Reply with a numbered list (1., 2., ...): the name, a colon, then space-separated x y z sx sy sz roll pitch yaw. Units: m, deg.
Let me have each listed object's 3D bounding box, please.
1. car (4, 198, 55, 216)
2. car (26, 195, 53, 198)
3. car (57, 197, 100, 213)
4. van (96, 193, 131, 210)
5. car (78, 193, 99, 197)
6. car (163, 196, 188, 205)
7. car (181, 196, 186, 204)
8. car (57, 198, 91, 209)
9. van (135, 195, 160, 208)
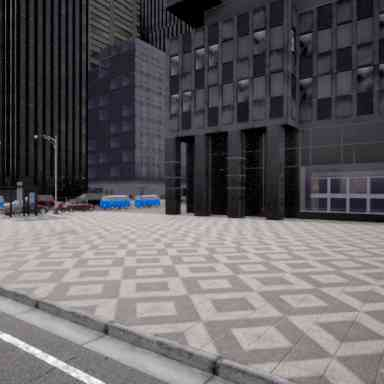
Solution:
1. car: -15.963 1.549 31.903 2.008 1.369 4.403 0 0 35
2. car: -19.615 1.285 41.470 2.192 1.841 5.009 0 0 35
3. car: -12.670 1.576 36.528 1.802 1.307 4.206 0 0 35
4. van: -9.377 1.332 41.153 1.690 1.788 3.998 0 0 35
5. car: -14.053 1.197 44.691 2.150 2.045 5.566 0 0 35
6. car: -2.909 1.479 60.190 1.837 1.490 4.892 0 0 36
7. car: 0.500 1.569 55.028 1.802 1.307 4.206 0 0 35
8. car: -16.323 1.548 46.097 1.802 1.307 4.206 0 0 35
9. van: -6.084 1.329 45.778 1.690 1.788 3.998 0 0 35
